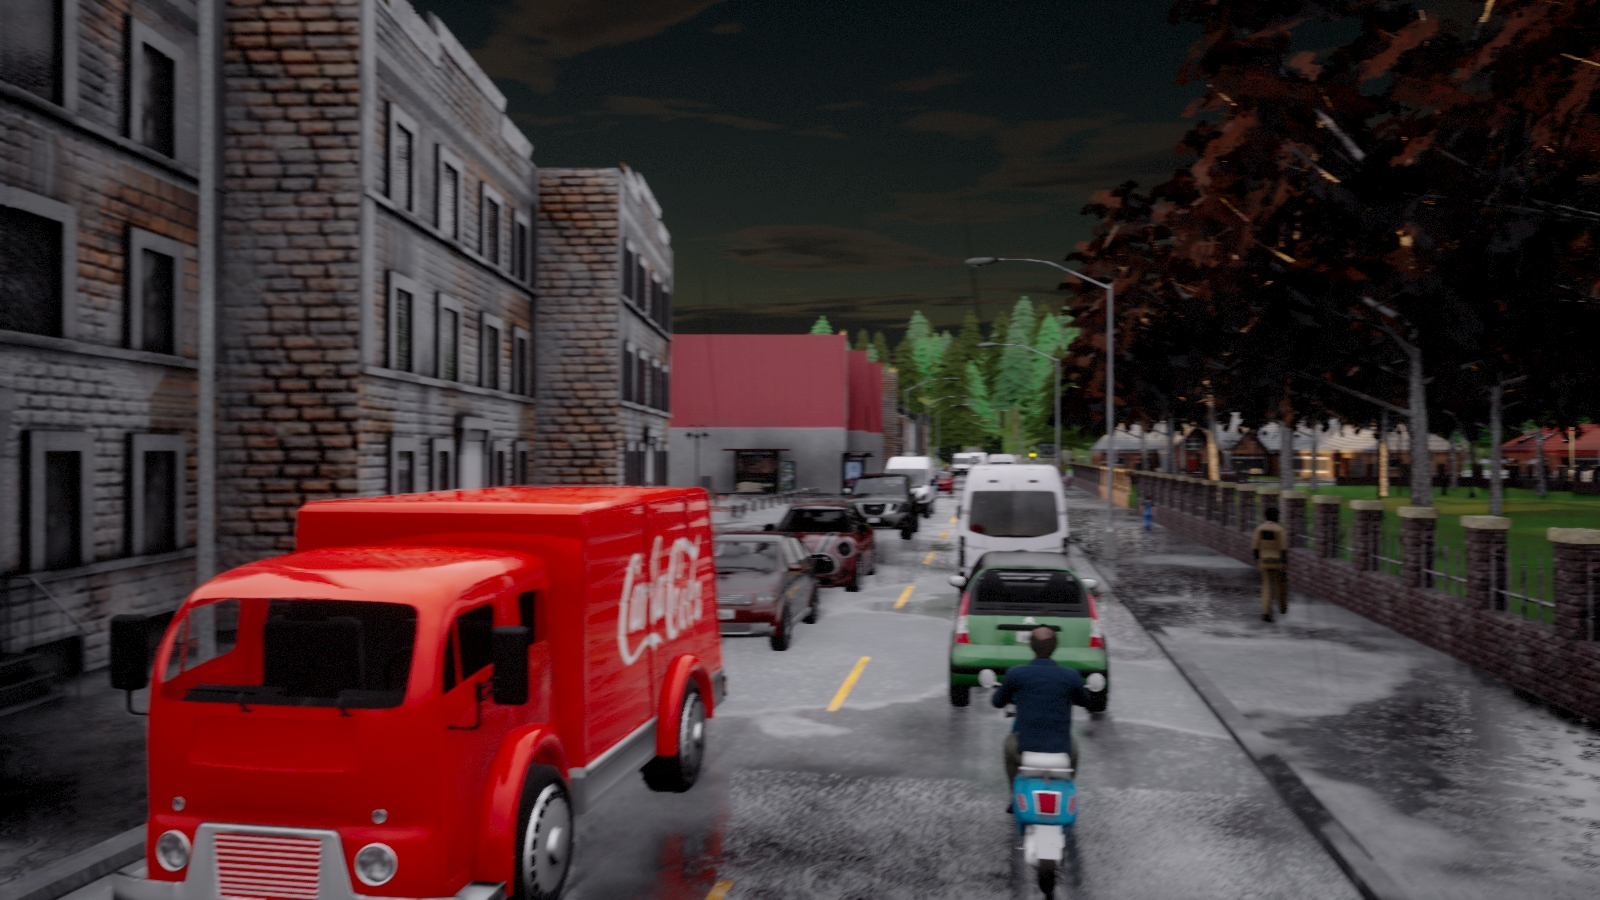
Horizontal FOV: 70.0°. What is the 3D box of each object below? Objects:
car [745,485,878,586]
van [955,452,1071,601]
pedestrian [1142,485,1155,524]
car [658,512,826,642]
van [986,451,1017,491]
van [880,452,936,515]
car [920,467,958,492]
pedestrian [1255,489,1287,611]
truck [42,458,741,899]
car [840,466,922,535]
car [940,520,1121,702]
[{"bbox_3d":[0.362,1.703,24.098,2.097,1.767,4.553,0,0,10],"label":"car"},{"bbox_3d":[4.219,1.336,22.847,1.988,2.561,5.915,0,0,10],"label":"van"},{"bbox_3d":[11.852,1.848,38.867,0.375,1.300,0.375,0,0,10],"label":"pedestrian"},{"bbox_3d":[-0.759,1.817,17.381,1.789,1.549,3.705,0,0,10],"label":"car"},{"bbox_3d":[13.507,1.384,76.624,1.988,2.561,5.915,0,0,10],"label":"van"},{"bbox_3d":[4.738,1.354,49.405,1.988,2.561,5.915,0,0,10],"label":"van"},{"bbox_3d":[9.077,1.903,74.460,2.231,1.480,4.892,0,0,10],"label":"car"},{"bbox_3d":[7.349,1.547,17.824,0.375,1.860,0.375,0,0,38],"label":"pedestrian"},{"bbox_3d":[-2.296,1.343,8.432,2.627,2.467,5.204,0,1,10],"label":"truck"},{"bbox_3d":[2.767,1.591,37.749,2.150,2.045,5.566,0,0,10],"label":"car"},{"bbox_3d":[2.722,1.793,13.909,1.851,1.617,3.988,0,0,9],"label":"car"}]
